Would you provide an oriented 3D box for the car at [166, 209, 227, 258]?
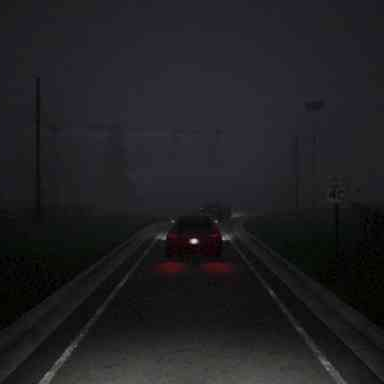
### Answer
[{"bbox_3d":[0.096,1.568,12.839,1.994,1.385,4.181,0,0,1],"label":"car"}]

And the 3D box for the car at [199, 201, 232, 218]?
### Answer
[{"bbox_3d":[1.955,1.498,27.127,2.128,1.511,4.902,0,0,19],"label":"car"}]
